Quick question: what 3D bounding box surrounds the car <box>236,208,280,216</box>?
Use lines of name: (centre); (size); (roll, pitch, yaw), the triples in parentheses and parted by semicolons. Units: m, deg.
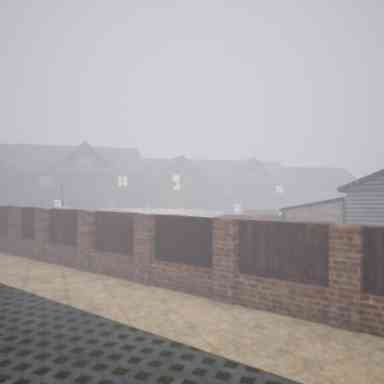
car: (5.190, 2.397, 28.733); (5.566, 2.045, 2.150); (2, -2, -22)
